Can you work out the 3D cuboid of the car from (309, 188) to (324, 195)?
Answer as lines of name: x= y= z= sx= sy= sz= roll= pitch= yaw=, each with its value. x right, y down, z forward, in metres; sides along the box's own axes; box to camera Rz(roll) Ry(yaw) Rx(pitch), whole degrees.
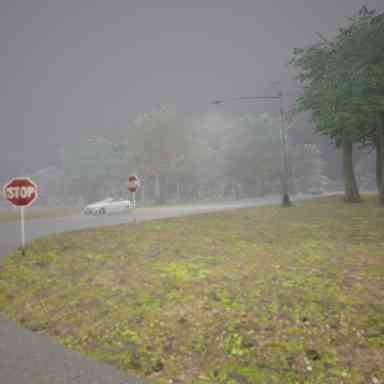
car: x=27.219 y=-0.117 z=71.409 sx=2.128 sy=1.511 sz=4.902 roll=-3 pitch=-1 yaw=28

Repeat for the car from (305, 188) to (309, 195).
car: x=30.386 y=-0.297 z=84.647 sx=2.097 sy=1.767 sz=4.553 roll=-4 pitch=-1 yaw=34

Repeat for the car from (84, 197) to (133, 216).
car: x=-7.241 y=1.231 z=29.221 sx=1.812 sy=1.442 sz=4.674 roll=-4 pitch=-1 yaw=34
